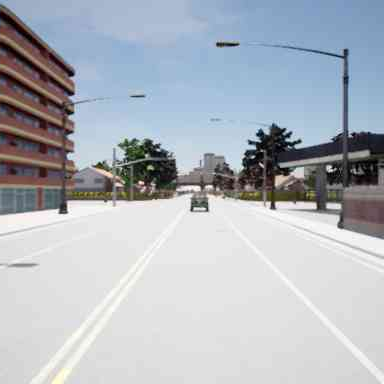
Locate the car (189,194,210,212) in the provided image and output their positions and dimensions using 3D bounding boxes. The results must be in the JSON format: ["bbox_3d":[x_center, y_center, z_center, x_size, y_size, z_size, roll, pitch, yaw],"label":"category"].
[{"bbox_3d":[0.889,1.213,39.171,2.150,2.045,5.566,0,0,1],"label":"car"}]

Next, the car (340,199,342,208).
[{"bbox_3d":[21.118,1.382,41.792,4.611,1.667,2.242,0,0,2],"label":"car"}]
